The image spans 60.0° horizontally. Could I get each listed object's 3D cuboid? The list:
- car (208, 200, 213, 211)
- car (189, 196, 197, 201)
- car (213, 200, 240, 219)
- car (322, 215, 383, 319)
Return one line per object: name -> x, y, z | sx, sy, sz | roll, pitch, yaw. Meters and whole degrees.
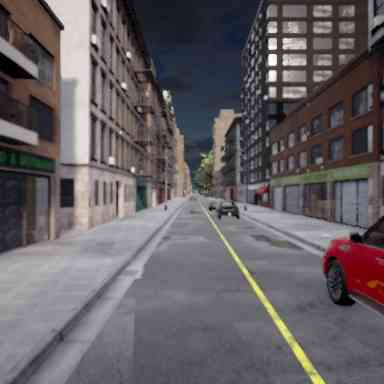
car -> 3.141, 1.647, 42.575 | 1.994, 1.385, 4.181 | 0, 0, 0
car -> 0.252, 1.729, 85.577 | 1.994, 1.385, 4.181 | 0, 0, 0
car -> 3.123, 1.563, 29.677 | 1.837, 1.490, 4.892 | 0, 0, 1
car -> 3.908, 1.245, 4.932 | 2.150, 2.045, 5.566 | 0, 0, 0
